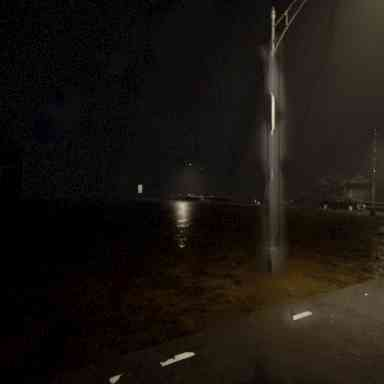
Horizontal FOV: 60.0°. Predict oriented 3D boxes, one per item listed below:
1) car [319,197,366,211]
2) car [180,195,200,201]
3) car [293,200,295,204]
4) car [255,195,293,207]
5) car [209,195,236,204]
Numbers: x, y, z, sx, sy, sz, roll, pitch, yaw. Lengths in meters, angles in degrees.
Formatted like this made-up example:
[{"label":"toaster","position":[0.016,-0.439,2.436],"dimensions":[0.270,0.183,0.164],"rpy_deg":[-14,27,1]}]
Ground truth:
[{"label":"car","position":[16.304,1.278,36.124],"dimensions":[1.837,1.490,4.892],"rpy_deg":[2,0,-35]},{"label":"car","position":[-0.485,1.153,66.164],"dimensions":[1.895,1.301,4.718],"rpy_deg":[2,-1,-35]},{"label":"car","position":[12.303,1.284,48.153],"dimensions":[2.033,1.411,5.357],"rpy_deg":[2,-1,-35]},{"label":"car","position":[10.547,1.162,44.237],"dimensions":[1.837,1.490,4.892],"rpy_deg":[2,0,-35]},{"label":"car","position":[4.777,1.159,52.381],"dimensions":[1.895,1.301,4.718],"rpy_deg":[2,-1,-35]}]
